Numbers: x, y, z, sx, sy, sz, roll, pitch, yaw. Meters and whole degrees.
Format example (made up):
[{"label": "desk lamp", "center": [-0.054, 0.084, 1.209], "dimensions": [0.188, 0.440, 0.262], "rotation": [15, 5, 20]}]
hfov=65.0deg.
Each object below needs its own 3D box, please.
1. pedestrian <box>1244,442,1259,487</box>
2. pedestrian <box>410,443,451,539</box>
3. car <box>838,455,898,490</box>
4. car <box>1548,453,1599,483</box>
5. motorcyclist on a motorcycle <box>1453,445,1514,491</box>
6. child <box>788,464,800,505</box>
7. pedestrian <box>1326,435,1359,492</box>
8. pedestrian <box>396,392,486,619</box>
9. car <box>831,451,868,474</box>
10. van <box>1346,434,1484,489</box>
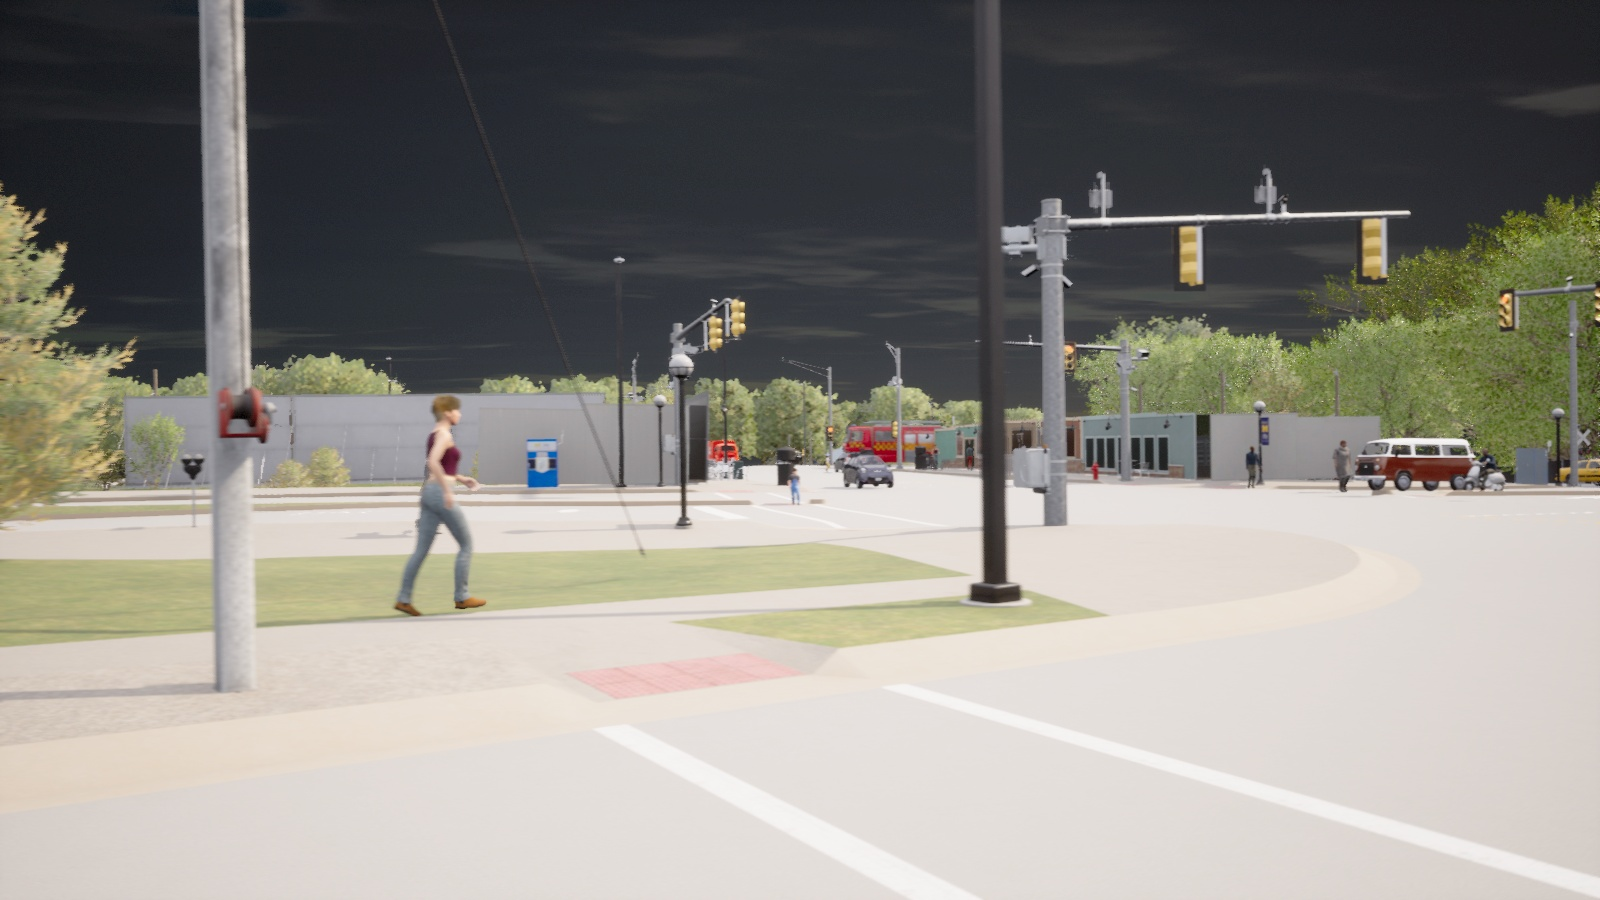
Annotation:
[{"label": "pedestrian", "center": [18.944, 0.606, 52.699], "dimensions": [0.370, 1.835, 0.726], "rotation": [-1, 1, 6]}, {"label": "pedestrian", "center": [-7.312, 0.800, 24.888], "dimensions": [0.694, 1.848, 0.540], "rotation": [-1, 1, -11]}, {"label": "car", "center": [3.083, 0.996, 57.491], "dimensions": [1.845, 1.501, 3.633], "rotation": [-1, 0, -11]}, {"label": "car", "center": [41.917, 0.930, 65.728], "dimensions": [1.801, 1.575, 5.366], "rotation": [-2, -1, -7]}, {"label": "motorcyclist on a motorcycle", "center": [24.212, 0.634, 44.488], "dimensions": [1.817, 1.590, 0.866], "rotation": [0, 0, -17]}, {"label": "child", "center": [-0.195, 1.102, 40.164], "dimensions": [0.270, 1.263, 0.437], "rotation": [-1, 1, -9]}, {"label": "pedestrian", "center": [18.772, 0.448, 43.470], "dimensions": [0.659, 1.952, 0.873], "rotation": [-1, 1, -9]}, {"label": "pedestrian", "center": [-2.987, 0.443, 10.447], "dimensions": [0.594, 1.836, 0.345], "rotation": [-2, 1, -36]}, {"label": "car", "center": [3.539, 0.879, 90.183], "dimensions": [1.845, 1.501, 3.633], "rotation": [-1, 0, -11]}, {"label": "van", "center": [23.618, 0.463, 48.283], "dimensions": [4.480, 2.038, 2.069], "rotation": [1, -1, -13]}]
